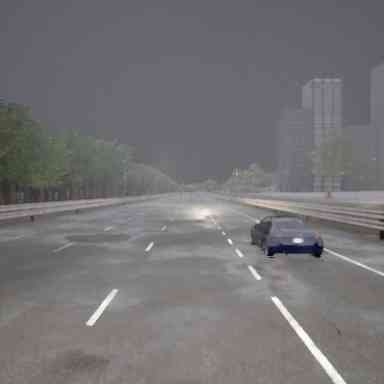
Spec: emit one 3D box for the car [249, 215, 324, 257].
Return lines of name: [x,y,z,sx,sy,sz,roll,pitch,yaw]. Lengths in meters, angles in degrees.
car: [3.509,1.589,13.036,1.994,1.385,4.181,0,0,0]
